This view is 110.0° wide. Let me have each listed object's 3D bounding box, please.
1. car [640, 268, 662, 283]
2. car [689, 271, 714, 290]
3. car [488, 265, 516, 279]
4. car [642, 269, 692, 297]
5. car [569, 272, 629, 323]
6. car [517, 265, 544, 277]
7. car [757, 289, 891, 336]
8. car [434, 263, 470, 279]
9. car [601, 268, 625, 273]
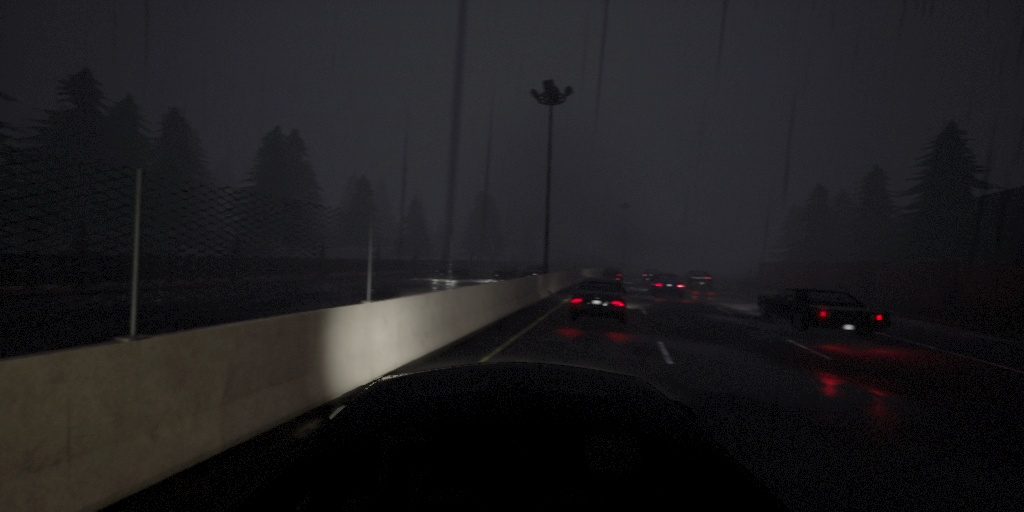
[{"bbox_3d":[15.470,2.131,39.732,2.033,1.411,5.357,2,-1,23],"label":"car"},{"bbox_3d":[15.902,2.015,30.790,2.128,1.511,4.902,2,-1,18],"label":"car"},{"bbox_3d":[-0.767,1.616,36.553,1.895,1.301,4.718,2,-1,19],"label":"car"},{"bbox_3d":[9.951,1.811,23.418,2.033,1.411,5.357,2,0,17],"label":"car"},{"bbox_3d":[3.297,1.504,13.333,2.033,1.411,5.357,2,0,17],"label":"car"},{"bbox_3d":[2.270,1.606,34.582,1.837,1.490,4.892,2,-1,18],"label":"car"},{"bbox_3d":[10.328,1.785,12.431,1.895,1.301,4.718,2,0,17],"label":"car"},{"bbox_3d":[-5.446,1.358,33.446,1.812,1.442,4.674,2,-1,18],"label":"car"},{"bbox_3d":[9.273,1.825,33.030,1.837,1.490,4.892,2,-1,18],"label":"car"}]
